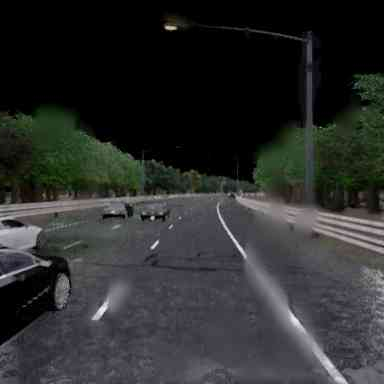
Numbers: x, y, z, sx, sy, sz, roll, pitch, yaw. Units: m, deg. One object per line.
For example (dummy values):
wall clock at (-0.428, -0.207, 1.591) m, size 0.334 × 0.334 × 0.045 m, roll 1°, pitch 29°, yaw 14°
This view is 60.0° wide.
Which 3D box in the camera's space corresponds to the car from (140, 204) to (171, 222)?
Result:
car at (-2.775, 1.589, 26.467) m, size 1.895 × 1.301 × 4.718 m, roll 0°, pitch 0°, yaw 2°

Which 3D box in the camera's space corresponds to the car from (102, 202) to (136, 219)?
car at (-6.180, 1.548, 28.494) m, size 1.994 × 1.385 × 4.181 m, roll 0°, pitch 0°, yaw 3°

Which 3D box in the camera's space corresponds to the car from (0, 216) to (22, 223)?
car at (-6.755, 1.524, 11.291) m, size 1.812 × 1.442 × 4.674 m, roll 0°, pitch 0°, yaw 1°

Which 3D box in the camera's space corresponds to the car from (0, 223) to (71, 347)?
car at (-3.350, 1.492, 4.781) m, size 2.128 × 1.511 × 4.902 m, roll 0°, pitch 0°, yaw 1°
